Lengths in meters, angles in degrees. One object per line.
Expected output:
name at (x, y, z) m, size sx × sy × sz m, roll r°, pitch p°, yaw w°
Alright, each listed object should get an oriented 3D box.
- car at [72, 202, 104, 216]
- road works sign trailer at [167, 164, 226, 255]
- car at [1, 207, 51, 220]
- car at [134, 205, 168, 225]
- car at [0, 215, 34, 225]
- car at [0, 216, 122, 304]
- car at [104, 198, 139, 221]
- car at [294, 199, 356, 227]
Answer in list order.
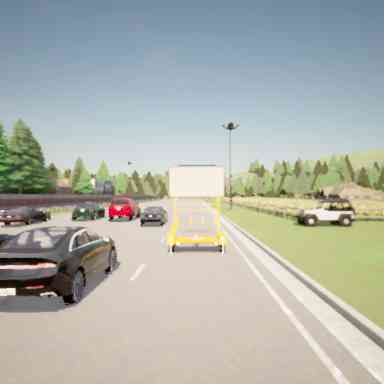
car at (-9.962, 1.768, 32.418) m, size 2.097 × 1.767 × 4.553 m, roll 0°, pitch -1°, yaw 1°
road works sign trailer at (0.198, 0.630, 14.130) m, size 2.380 × 3.560 × 2.880 m, roll 0°, pitch -1°, yaw 1°
car at (-13.529, 1.916, 27.277) m, size 2.033 × 1.411 × 5.357 m, roll 0°, pitch -1°, yaw 1°
car at (-3.030, 1.877, 27.142) m, size 2.033 × 1.411 × 5.357 m, roll 0°, pitch -1°, yaw 1°
car at (-6.761, 1.626, 9.290) m, size 2.128 × 1.511 × 4.902 m, roll 0°, pitch -1°, yaw 1°
car at (-3.272, 1.603, 8.386) m, size 2.128 × 1.511 × 4.902 m, roll 0°, pitch -1°, yaw 1°
car at (-6.467, 1.621, 32.089) m, size 2.150 × 2.045 × 5.566 m, roll 0°, pitch -1°, yaw 1°
car at (9.238, 1.450, 23.009) m, size 3.866 × 1.878 × 1.905 m, roll 0°, pitch -1°, yaw 1°
